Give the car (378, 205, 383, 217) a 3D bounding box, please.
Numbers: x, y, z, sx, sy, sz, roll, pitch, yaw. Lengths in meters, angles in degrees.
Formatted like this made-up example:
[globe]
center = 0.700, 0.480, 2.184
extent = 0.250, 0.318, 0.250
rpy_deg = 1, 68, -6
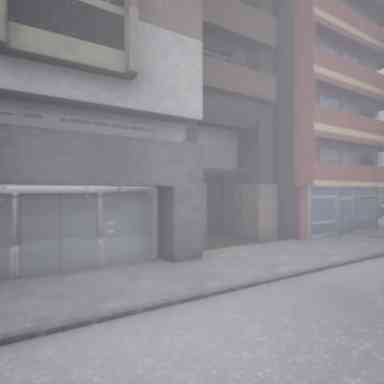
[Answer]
[car]
center = 18.023, 1.455, 28.539
extent = 1.812, 1.442, 4.674
rpy_deg = -5, 3, -35
